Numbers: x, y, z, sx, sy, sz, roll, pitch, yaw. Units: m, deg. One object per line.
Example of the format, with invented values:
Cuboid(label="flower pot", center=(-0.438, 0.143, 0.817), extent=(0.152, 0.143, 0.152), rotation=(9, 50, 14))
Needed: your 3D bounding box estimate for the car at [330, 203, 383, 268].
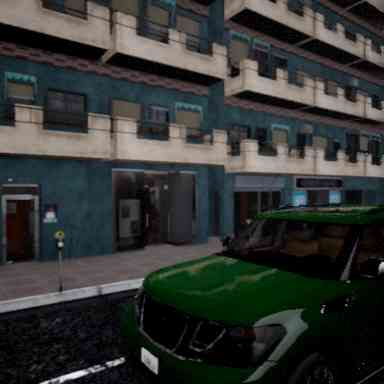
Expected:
Cuboid(label="car", center=(7.341, 1.345, 11.805), extent=(5.009, 1.841, 2.192), rotation=(0, -1, -35))

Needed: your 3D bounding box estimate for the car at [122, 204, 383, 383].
Cuboid(label="car", center=(1.856, 1.233, 4.702), extent=(5.566, 2.045, 2.150), rotation=(0, 0, -36))
